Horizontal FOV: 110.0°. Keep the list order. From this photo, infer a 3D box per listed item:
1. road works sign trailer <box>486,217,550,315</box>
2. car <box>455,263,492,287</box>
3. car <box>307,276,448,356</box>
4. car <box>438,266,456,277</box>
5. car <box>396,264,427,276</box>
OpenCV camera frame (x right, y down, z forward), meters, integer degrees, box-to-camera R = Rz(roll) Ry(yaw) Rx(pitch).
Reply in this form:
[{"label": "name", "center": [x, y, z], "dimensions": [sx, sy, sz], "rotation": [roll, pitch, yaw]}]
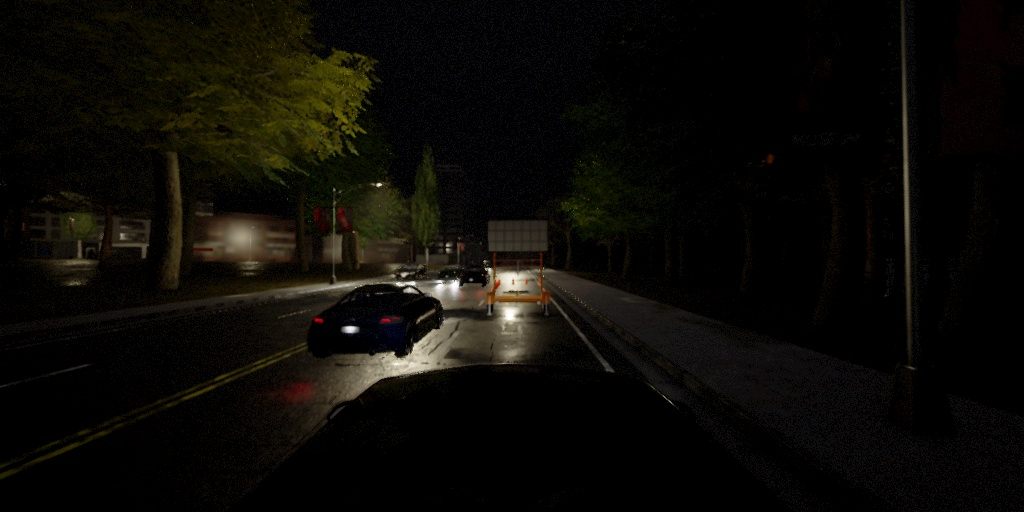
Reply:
[{"label": "road works sign trailer", "center": [0.237, 0.285, 13.942], "dimensions": [2.380, 3.560, 2.880], "rotation": [0, 0, 1]}, {"label": "car", "center": [-2.707, 1.442, 26.421], "dimensions": [1.812, 1.442, 4.674], "rotation": [0, 0, 1]}, {"label": "car", "center": [-3.005, 1.366, 8.742], "dimensions": [1.994, 1.385, 4.181], "rotation": [0, 0, 1]}, {"label": "car", "center": [-6.004, 1.603, 35.419], "dimensions": [1.895, 1.301, 4.718], "rotation": [0, 0, 1]}, {"label": "car", "center": [-9.285, 1.491, 33.401], "dimensions": [2.128, 1.511, 4.902], "rotation": [0, 0, 1]}]
